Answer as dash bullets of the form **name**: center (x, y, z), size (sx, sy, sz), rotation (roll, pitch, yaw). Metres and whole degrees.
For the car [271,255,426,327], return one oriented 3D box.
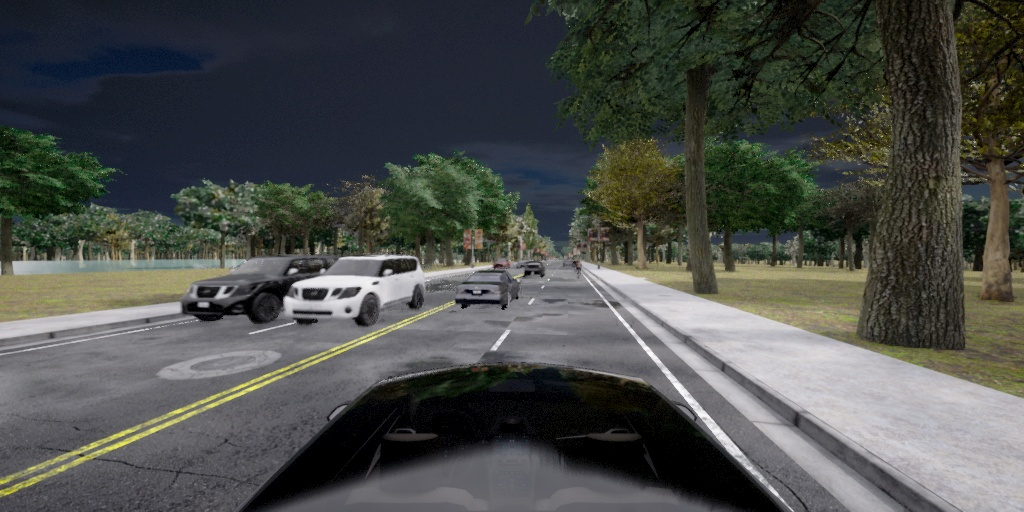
- **car**: center (-4.762, 0.972, 11.982), size (2.150, 2.045, 5.566), rotation (0, 0, 9)

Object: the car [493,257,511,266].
- **car**: center (-1.530, 1.110, 54.138), size (2.097, 1.767, 4.553), rotation (0, 0, 9)

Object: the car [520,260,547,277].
- **car**: center (2.262, 1.257, 34.860), size (1.837, 1.490, 4.892), rotation (0, 0, 9)

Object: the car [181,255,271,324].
- **car**: center (-7.974, 0.972, 12.478), size (2.150, 2.045, 5.566), rotation (0, 0, 9)

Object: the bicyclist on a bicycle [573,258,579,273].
- **bicyclist on a bicycle**: center (7.541, 1.125, 42.553), size (0.659, 1.776, 1.843), rotation (0, 0, 9)

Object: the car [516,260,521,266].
- **car**: center (1.751, 1.324, 54.088), size (1.994, 1.385, 4.181), rotation (0, 0, 9)

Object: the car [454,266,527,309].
- **car**: center (-0.819, 1.300, 14.923), size (2.033, 1.411, 5.357), rotation (0, 0, 9)

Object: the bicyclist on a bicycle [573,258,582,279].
- **bicyclist on a bicycle**: center (5.720, 1.206, 30.772), size (0.582, 1.620, 1.656), rotation (0, 0, 9)
